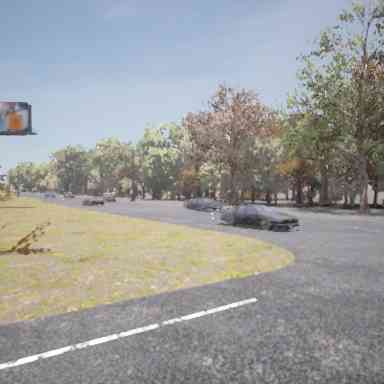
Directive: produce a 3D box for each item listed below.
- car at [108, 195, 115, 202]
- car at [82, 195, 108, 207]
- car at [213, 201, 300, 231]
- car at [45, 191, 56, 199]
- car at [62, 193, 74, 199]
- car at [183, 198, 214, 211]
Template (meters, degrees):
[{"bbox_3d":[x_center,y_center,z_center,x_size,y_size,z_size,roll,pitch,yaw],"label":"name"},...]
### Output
[{"bbox_3d":[-15.941,1.195,62.220,1.994,1.385,4.181,0,0,-34],"label":"car"},{"bbox_3d":[-13.761,1.322,46.314,1.895,1.301,4.718,0,0,-34],"label":"car"},{"bbox_3d":[3.888,1.464,20.267,2.033,1.411,5.357,0,0,-34],"label":"car"},{"bbox_3d":[-36.609,0.641,85.978,2.150,2.045,5.566,0,0,-28],"label":"car"},{"bbox_3d":[-32.135,0.973,86.207,2.033,1.411,5.357,0,0,-34],"label":"car"},{"bbox_3d":[1.060,1.370,37.052,2.033,1.411,5.357,0,0,-34],"label":"car"}]
